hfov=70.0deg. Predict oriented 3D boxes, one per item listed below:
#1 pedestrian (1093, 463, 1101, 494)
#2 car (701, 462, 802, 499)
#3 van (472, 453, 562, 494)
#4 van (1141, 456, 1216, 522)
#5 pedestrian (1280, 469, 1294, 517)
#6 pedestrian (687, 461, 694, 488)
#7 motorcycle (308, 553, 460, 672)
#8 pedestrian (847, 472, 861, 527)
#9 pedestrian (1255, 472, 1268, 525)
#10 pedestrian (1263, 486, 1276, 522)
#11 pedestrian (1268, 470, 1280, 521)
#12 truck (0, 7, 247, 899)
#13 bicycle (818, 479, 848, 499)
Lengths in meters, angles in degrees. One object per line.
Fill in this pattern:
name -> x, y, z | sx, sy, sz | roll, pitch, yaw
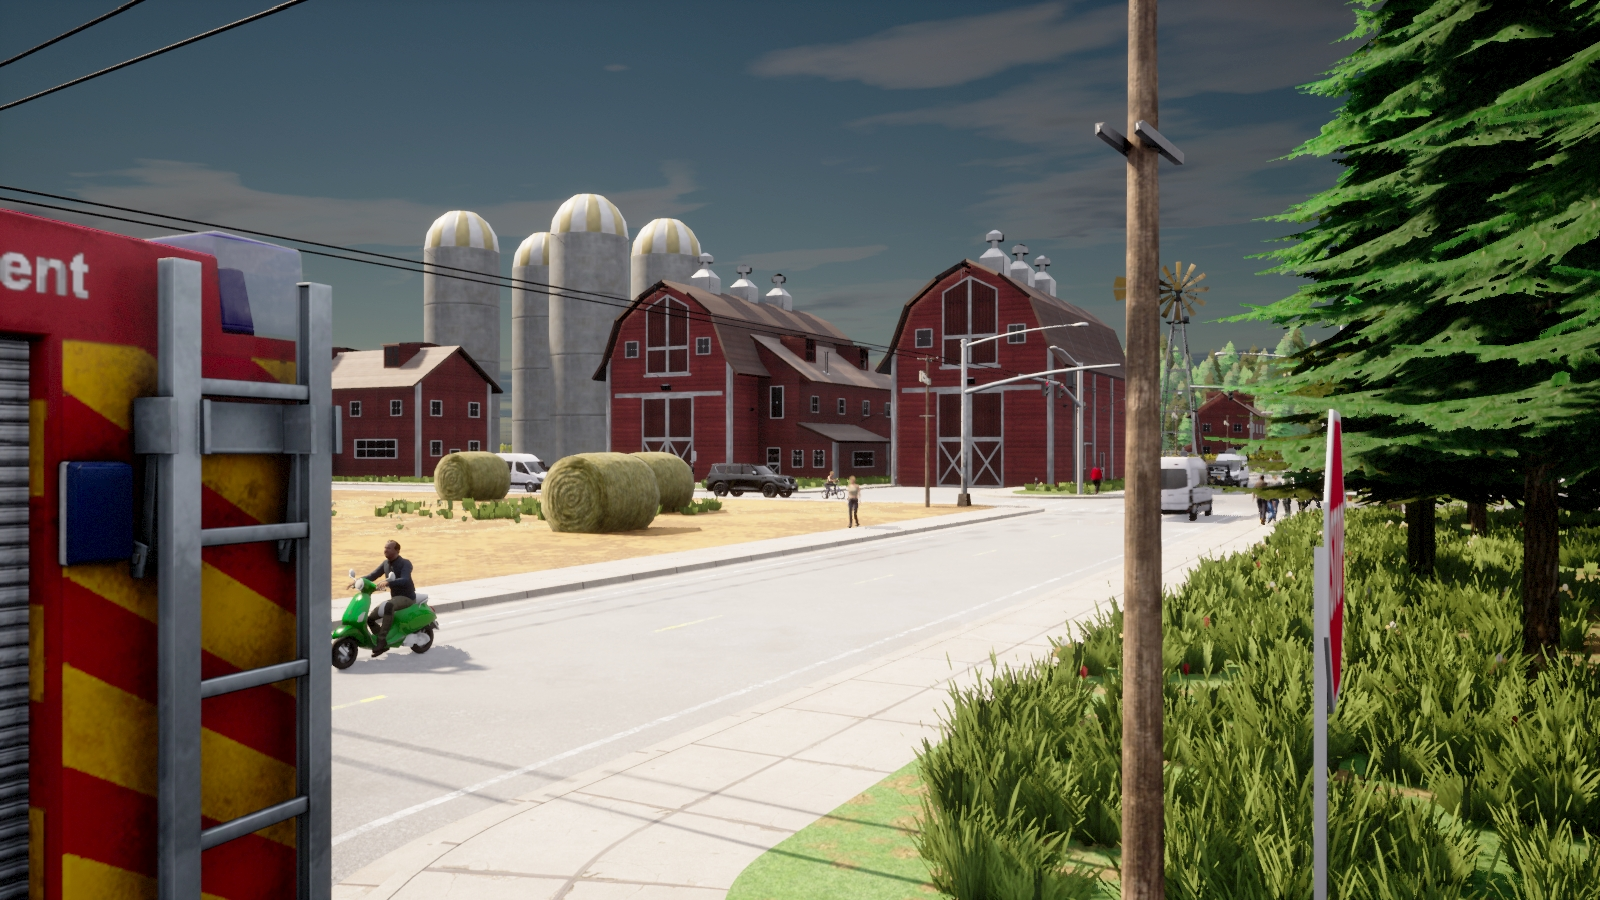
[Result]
pedestrian -> 17.589, 1.691, 67.702 | 0.375, 1.860, 0.375 | 0, 0, 28
car -> -2.848, 1.753, 67.108 | 5.566, 2.045, 2.150 | 0, 0, 27
van -> -18.653, 1.495, 75.246 | 5.915, 2.561, 1.988 | 0, 1, 27
van -> 15.964, 1.535, 47.990 | 1.988, 2.561, 5.915 | 0, 0, 28
pedestrian -> 19.238, 1.694, 45.102 | 0.375, 1.860, 0.375 | 0, 0, -4
pedestrian -> -7.489, 1.671, 78.295 | 0.375, 1.860, 0.375 | 0, 0, 17
motorcycle -> -5.564, 2.142, 15.393 | 0.856, 1.316, 1.805 | 0, 0, 28
pedestrian -> 1.850, 1.694, 39.003 | 0.375, 1.860, 0.375 | 0, 0, 25
pedestrian -> 16.187, 1.695, 40.069 | 0.375, 1.860, 0.375 | 0, 0, 31
pedestrian -> 17.137, 1.976, 41.701 | 0.375, 1.300, 0.375 | 0, 0, 31
pedestrian -> 17.713, 1.694, 42.676 | 0.375, 1.860, 0.375 | 0, 0, 31
truck -> -6.106, 0.866, 3.613 | 8.468, 3.827, 2.891 | 0, 0, 22
bicycle -> 1.881, 2.220, 64.671 | 1.487, 1.080, 0.859 | 0, 0, 27
